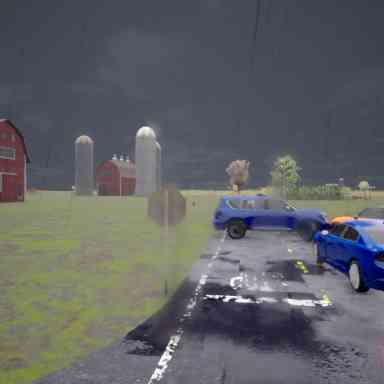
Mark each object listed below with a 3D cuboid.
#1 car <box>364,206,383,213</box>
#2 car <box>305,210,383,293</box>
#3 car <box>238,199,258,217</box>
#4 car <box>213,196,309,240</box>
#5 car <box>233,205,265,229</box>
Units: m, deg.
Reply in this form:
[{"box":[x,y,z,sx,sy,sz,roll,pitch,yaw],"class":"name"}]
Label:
[{"box":[8.046,1.368,14.142,2.097,1.767,4.553,0,0,-26],"class":"car"},{"box":[4.700,1.480,8.818,1.882,1.535,5.008,0,0,5],"class":"car"},{"box":[5.528,1.502,32.991,1.837,1.490,4.892,0,0,9],"class":"car"},{"box":[3.811,1.219,16.432,5.566,2.045,2.150,0,0,12],"class":"car"},{"box":[3.863,1.601,22.685,1.895,1.301,4.718,0,0,9],"class":"car"}]
